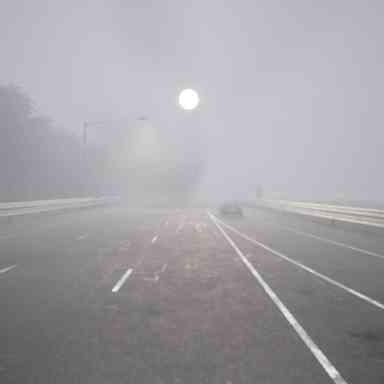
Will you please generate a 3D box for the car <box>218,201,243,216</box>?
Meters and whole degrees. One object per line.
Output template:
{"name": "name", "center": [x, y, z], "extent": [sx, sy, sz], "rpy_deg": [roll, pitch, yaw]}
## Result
{"name": "car", "center": [3.619, 1.554, 31.817], "extent": [1.994, 1.385, 4.181], "rpy_deg": [0, 0, -2]}
